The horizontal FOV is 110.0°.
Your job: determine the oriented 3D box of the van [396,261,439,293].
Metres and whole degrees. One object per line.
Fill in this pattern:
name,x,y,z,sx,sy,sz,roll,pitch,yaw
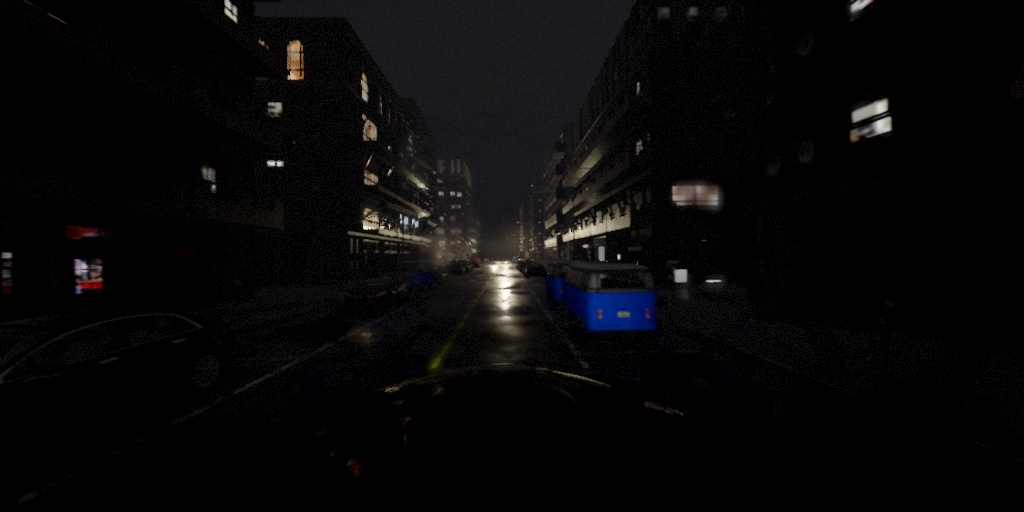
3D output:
van,-5.615,1.160,20.858,1.690,1.789,3.998,0,0,-1

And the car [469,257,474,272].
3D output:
car,-6.015,1.260,43.232,1.967,1.591,4.097,0,0,-1

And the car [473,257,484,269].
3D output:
car,-6.315,1.133,60.012,2.192,1.841,5.009,0,0,-1

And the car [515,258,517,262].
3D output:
car,1.763,1.162,48.966,1.967,1.591,4.097,0,0,-1

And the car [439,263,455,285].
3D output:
car,-5.715,1.370,26.452,2.007,1.370,4.403,0,0,-1

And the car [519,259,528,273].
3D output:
car,1.963,1.304,37.779,1.802,1.307,4.207,0,0,-1

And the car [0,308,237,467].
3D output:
car,-5.315,1.366,4.078,2.007,1.370,4.403,0,0,-1

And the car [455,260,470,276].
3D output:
car,-5.915,1.386,37.639,1.948,1.339,4.313,0,0,-1

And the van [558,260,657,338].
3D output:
van,2.463,1.060,9.812,1.690,1.789,3.998,0,0,-1

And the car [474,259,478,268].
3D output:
car,-6.115,1.402,48.825,1.802,1.307,4.207,0,0,-1

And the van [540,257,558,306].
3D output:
van,2.363,1.061,15.406,1.690,1.789,3.998,0,0,-1

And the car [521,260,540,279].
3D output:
car,2.063,1.267,32.186,1.888,1.381,4.507,0,0,-1

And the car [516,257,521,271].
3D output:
car,1.863,1.162,43.373,1.967,1.591,4.097,0,0,-1

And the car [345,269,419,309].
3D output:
car,-5.515,1.400,15.265,1.802,1.307,4.207,0,0,-1
